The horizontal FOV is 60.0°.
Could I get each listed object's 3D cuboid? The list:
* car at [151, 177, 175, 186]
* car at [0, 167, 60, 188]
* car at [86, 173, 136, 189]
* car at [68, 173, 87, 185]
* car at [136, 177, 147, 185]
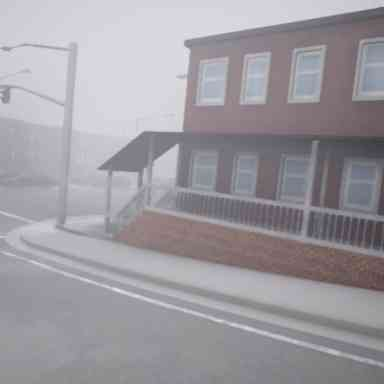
[{"bbox_3d":[-3.319,-1.186,46.794,1.837,1.490,4.892,9,5,36],"label":"car"},{"bbox_3d":[-14.941,-1.153,30.671,2.033,1.411,5.357,9,5,37],"label":"car"},{"bbox_3d":[-9.311,-1.191,38.485,1.837,1.490,4.892,9,5,35],"label":"car"},{"bbox_3d":[-12.244,-1.573,40.376,2.033,1.411,5.357,9,5,35],"label":"car"},{"bbox_3d":[-6.046,-1.567,48.970,2.033,1.411,5.357,9,5,35],"label":"car"}]
